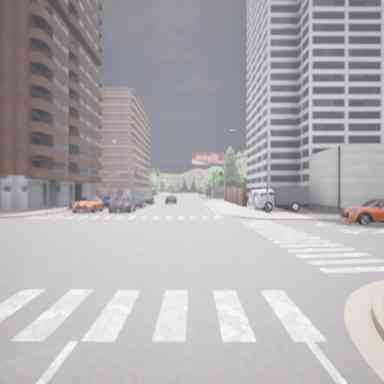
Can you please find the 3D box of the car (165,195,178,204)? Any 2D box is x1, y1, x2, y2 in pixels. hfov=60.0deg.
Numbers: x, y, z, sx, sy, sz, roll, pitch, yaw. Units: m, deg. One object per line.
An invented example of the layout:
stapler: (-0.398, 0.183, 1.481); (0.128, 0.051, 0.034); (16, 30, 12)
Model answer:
car: (-3.446, 1.273, 55.787); (1.837, 1.490, 4.892); (0, 0, 0)

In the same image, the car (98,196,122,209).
car: (-10.621, 1.298, 43.348); (1.882, 1.535, 5.008); (0, 0, 0)

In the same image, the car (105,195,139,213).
car: (-7.090, 1.211, 34.117); (2.097, 1.767, 4.553); (0, 0, 0)

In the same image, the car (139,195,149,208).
car: (-7.122, 1.326, 43.251); (1.837, 1.490, 4.892); (0, 0, 0)

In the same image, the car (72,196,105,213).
car: (-10.615, 1.211, 34.123); (2.097, 1.767, 4.553); (0, 0, 0)

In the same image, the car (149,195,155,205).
car: (-7.105, 1.257, 53.298); (1.882, 1.535, 5.008); (0, 0, 0)

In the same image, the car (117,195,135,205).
car: (-10.600, 1.255, 53.812); (1.882, 1.535, 5.008); (0, 0, 0)

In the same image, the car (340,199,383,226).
car: (12.078, 1.207, 21.541); (4.553, 1.767, 2.097); (0, 0, 0)
